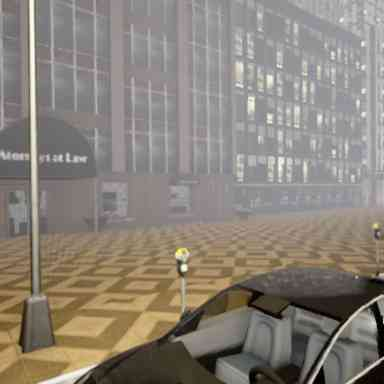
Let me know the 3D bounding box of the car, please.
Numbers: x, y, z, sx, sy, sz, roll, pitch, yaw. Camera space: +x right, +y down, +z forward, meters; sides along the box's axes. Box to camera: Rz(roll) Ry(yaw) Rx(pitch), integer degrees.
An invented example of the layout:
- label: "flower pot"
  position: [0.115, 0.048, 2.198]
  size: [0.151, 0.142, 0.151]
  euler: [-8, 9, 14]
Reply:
- label: "car"
  position: [0.964, 1.535, 3.125]
  size: [4.313, 1.339, 1.947]
  euler: [-1, 0, -35]
